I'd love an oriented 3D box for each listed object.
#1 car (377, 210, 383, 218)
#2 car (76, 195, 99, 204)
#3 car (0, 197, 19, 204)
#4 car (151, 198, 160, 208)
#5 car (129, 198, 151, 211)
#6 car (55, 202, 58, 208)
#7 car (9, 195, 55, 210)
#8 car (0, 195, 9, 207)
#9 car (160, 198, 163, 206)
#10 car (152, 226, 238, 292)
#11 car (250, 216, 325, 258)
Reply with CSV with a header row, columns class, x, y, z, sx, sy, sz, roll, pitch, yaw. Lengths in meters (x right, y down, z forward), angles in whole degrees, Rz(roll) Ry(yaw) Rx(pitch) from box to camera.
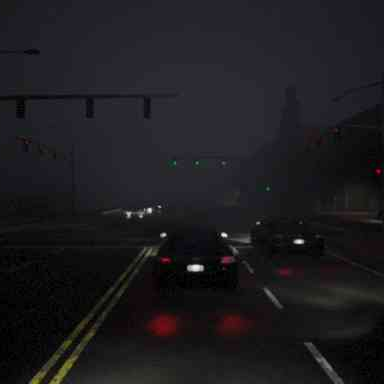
class,x,y,z,sx,sy,sz,roll,pitch,yaw
car,18.723,1.710,28.199,5.357,1.411,2.033,0,0,0
car,-21.481,1.545,67.380,3.866,1.878,1.905,0,0,0
car,-38.937,1.769,70.255,3.905,1.438,1.784,0,0,0
car,-7.051,1.807,54.729,2.128,1.511,4.902,0,0,2
car,-7.247,1.738,45.178,1.882,1.535,5.008,0,0,1
car,-21.444,1.432,47.757,3.866,1.878,1.905,0,0,0
car,-21.498,1.412,44.863,4.605,1.855,1.932,0,0,0
car,-39.001,1.542,67.360,4.605,1.855,1.932,0,0,0
car,-6.732,1.899,64.836,1.812,1.442,4.674,0,0,2
car,0.054,1.616,9.127,1.994,1.385,4.181,0,0,-1
car,3.545,1.639,13.059,1.994,1.385,4.181,0,0,0
